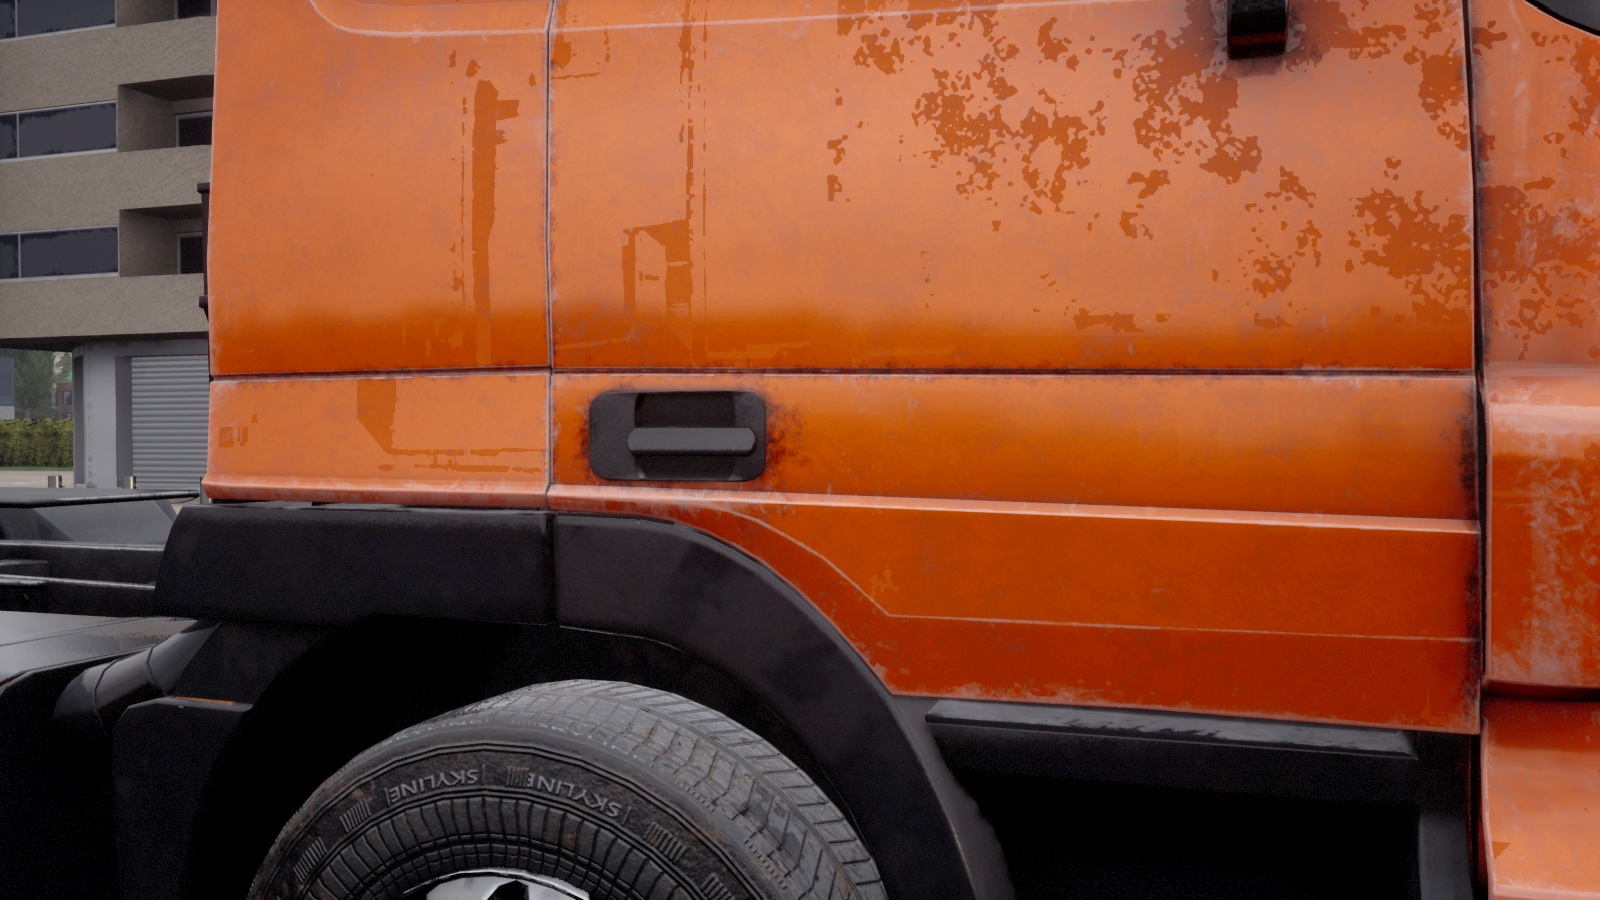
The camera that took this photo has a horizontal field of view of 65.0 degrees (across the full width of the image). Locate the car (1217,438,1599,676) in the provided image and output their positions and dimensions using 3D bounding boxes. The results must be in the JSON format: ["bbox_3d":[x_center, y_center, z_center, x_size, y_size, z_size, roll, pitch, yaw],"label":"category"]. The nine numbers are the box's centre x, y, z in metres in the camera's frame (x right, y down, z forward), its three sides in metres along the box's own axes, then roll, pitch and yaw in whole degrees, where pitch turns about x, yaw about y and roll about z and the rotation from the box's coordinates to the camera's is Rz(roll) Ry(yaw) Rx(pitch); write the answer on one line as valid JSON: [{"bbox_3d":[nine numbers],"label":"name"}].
[{"bbox_3d":[5.019,0.668,8.911,3.806,1.475,1.970,0,1,16],"label":"car"}]

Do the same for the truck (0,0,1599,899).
[{"bbox_3d":[-2.190,-0.226,3.922,7.936,3.462,2.891,1,1,19],"label":"truck"}]
